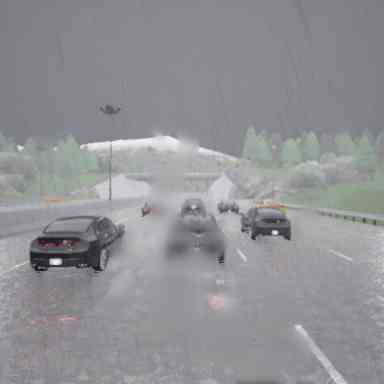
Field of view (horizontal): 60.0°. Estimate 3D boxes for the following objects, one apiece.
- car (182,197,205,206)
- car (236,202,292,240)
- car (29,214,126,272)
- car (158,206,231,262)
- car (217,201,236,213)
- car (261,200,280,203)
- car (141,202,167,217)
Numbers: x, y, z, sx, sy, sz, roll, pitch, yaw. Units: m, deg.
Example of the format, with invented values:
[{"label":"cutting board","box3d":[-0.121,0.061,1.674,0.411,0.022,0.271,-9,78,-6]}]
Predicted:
[{"label":"car","box3d":[0.135,1.303,29.833,2.097,1.767,4.553,0,0,0]},{"label":"car","box3d":[3.620,1.482,16.884,1.837,1.490,4.892,0,1,0]},{"label":"car","box3d":[-3.389,1.485,10.697,1.837,1.490,4.892,0,0,0]},{"label":"car","box3d":[0.113,1.472,11.955,2.128,1.511,4.902,0,0,0]},{"label":"car","box3d":[3.640,1.547,34.413,1.895,1.301,4.718,0,0,0]},{"label":"car","box3d":[7.135,1.432,30.766,1.882,1.535,5.008,0,0,0]},{"label":"car","box3d":[-3.365,1.548,30.425,1.895,1.301,4.718,0,0,0]}]
